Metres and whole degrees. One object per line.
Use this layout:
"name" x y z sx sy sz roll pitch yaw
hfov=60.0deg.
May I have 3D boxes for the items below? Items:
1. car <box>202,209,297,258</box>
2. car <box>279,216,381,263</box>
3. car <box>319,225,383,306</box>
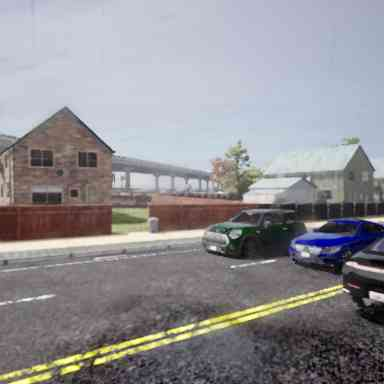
"car" 2.622 1.492 13.456 4.553 1.767 2.097 1 -1 -35
"car" 5.333 1.671 11.391 4.674 1.442 1.812 1 -1 -35
"car" 5.153 1.596 7.042 4.902 1.511 2.128 1 -1 -35
